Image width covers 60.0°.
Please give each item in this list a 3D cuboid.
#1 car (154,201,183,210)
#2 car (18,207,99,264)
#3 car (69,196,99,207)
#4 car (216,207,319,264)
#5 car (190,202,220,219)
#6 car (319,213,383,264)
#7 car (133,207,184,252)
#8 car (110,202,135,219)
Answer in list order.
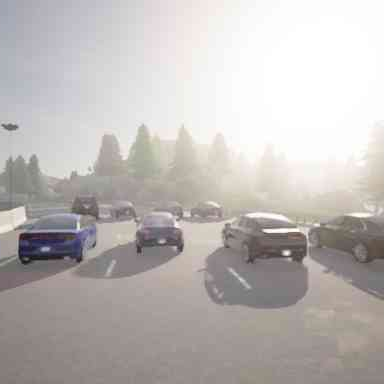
[{"bbox_3d":[-2.194,1.584,29.669,2.128,1.511,4.902,0,0,-20],"label":"car"},{"bbox_3d":[-4.671,1.536,12.238,1.882,1.535,5.008,0,0,-8],"label":"car"},{"bbox_3d":[-9.557,1.352,29.497,2.150,2.045,5.566,0,0,-22],"label":"car"},{"bbox_3d":[2.407,1.525,12.062,1.837,1.490,4.892,0,0,-8],"label":"car"},{"bbox_3d":[1.276,1.601,30.365,1.812,1.442,4.674,0,0,-20],"label":"car"},{"bbox_3d":[5.942,1.506,11.846,1.837,1.490,4.892,0,0,-8],"label":"car"},{"bbox_3d":[-1.456,1.572,14.088,1.812,1.442,4.674,0,0,-10],"label":"car"},{"bbox_3d":[-6.425,1.644,30.946,1.812,1.442,4.674,0,0,-22],"label":"car"}]
